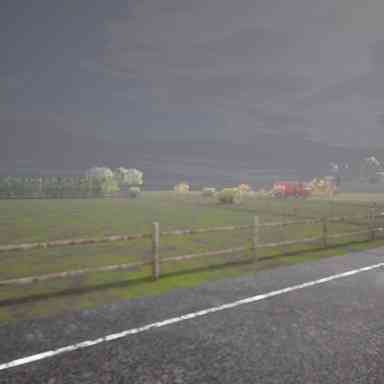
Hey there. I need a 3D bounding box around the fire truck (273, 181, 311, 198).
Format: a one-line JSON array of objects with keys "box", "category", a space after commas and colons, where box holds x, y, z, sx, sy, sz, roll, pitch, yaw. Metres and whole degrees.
[{"box": [22.288, -0.564, 74.385, 2.891, 3.827, 8.468, 1, 0, -32], "category": "fire truck"}]
